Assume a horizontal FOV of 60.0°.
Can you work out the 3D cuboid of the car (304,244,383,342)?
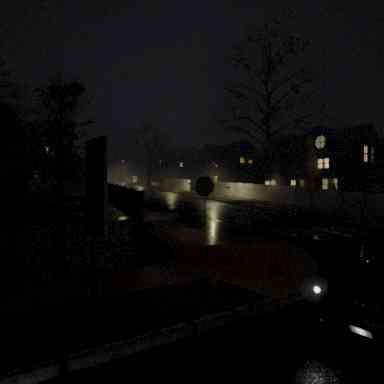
[{"bbox_3d":[4.125,1.596,5.889,4.718,1.301,1.895,-1,1,-36],"label":"car"}]
